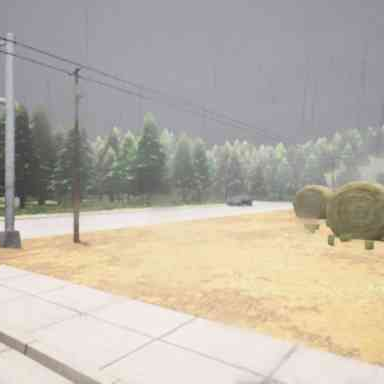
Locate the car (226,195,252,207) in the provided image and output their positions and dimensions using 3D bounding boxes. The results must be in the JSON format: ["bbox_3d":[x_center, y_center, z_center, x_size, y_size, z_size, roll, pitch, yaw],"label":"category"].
[{"bbox_3d":[6.812,1.255,47.758,2.097,1.767,4.553,0,0,37],"label":"car"}]
